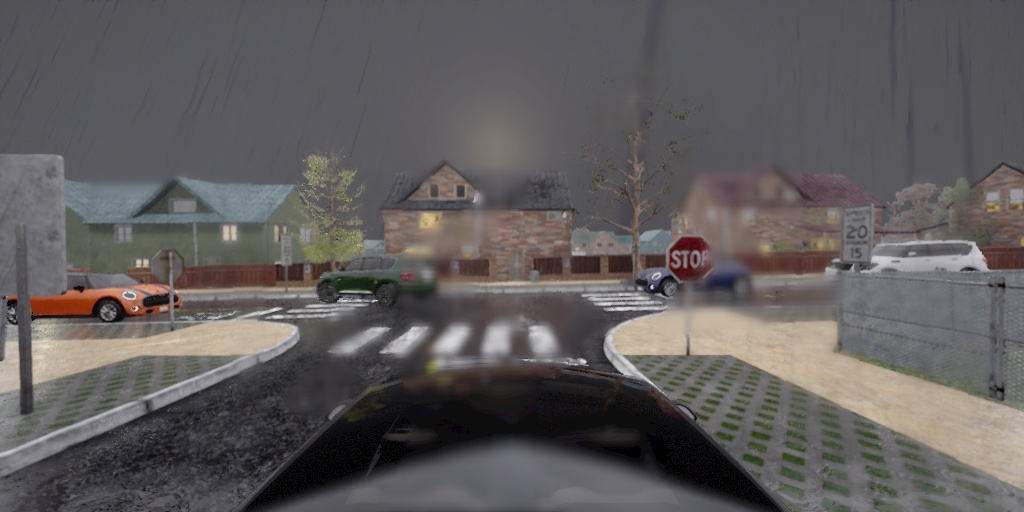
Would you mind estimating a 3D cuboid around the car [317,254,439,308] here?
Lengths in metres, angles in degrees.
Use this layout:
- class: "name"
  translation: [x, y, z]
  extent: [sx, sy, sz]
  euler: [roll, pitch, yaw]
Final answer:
- class: "car"
  translation: [-5.738, 0.952, 15.262]
  extent: [5.566, 2.045, 2.150]
  euler: [-1, 0, 26]

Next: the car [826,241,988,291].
- class: "car"
  translation: [17.234, 0.398, 15.792]
  extent: [5.566, 2.045, 2.150]
  euler: [-1, 1, 0]

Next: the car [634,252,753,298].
- class: "car"
  translation: [7.730, 0.758, 15.556]
  extent: [4.553, 1.767, 2.097]
  euler: [-1, 1, -4]

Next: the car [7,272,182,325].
- class: "car"
  translation: [-14.689, 1.347, 12.800]
  extent: [4.553, 1.767, 2.097]
  euler: [-1, 1, 0]
